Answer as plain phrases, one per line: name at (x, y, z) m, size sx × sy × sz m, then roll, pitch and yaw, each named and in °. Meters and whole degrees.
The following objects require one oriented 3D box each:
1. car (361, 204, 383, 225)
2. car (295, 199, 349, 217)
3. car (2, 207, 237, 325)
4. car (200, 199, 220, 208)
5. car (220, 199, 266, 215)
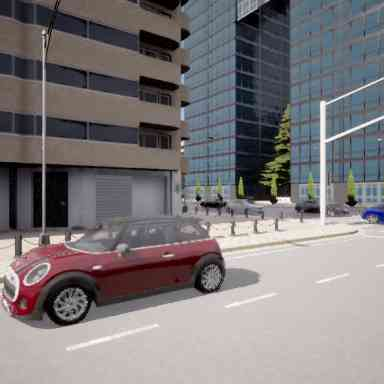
car at (13.635, 1.494, 21.811) m, size 1.812 × 1.442 × 4.674 m, roll 0°, pitch 0°, yaw -36°
car at (11.743, 1.436, 30.342) m, size 2.128 × 1.511 × 4.902 m, roll 0°, pitch 0°, yaw -37°
car at (-1.483, 1.352, 7.215) m, size 4.553 × 1.767 × 2.097 m, roll 0°, pitch 0°, yaw -35°
car at (3.162, 1.545, 42.290) m, size 1.895 × 1.301 × 4.718 m, roll 0°, pitch 0°, yaw -35°
car at (5.255, 1.470, 33.281) m, size 1.812 × 1.442 × 4.674 m, roll 0°, pitch 0°, yaw -35°
